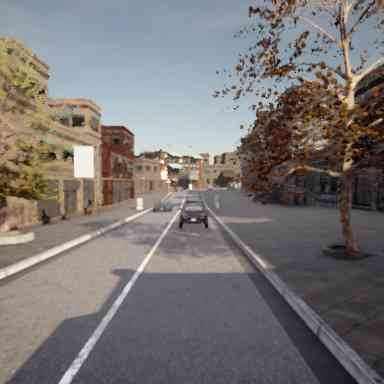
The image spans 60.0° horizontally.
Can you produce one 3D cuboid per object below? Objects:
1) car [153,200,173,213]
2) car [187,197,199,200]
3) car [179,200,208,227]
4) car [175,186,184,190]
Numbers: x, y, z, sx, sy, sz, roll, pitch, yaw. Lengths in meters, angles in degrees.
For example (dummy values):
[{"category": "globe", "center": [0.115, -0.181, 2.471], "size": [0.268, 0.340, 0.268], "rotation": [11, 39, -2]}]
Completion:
[{"category": "car", "center": [-3.085, 1.539, 36.176], "size": [1.994, 1.385, 4.181], "rotation": [0, 0, 0]}, {"category": "car", "center": [0.105, 1.376, 42.233], "size": [1.882, 1.535, 5.008], "rotation": [0, 1, 0]}, {"category": "car", "center": [0.104, 1.514, 22.482], "size": [1.812, 1.442, 4.674], "rotation": [0, 0, 0]}, {"category": "car", "center": [-2.918, -0.696, 78.859], "size": [1.812, 1.442, 4.674], "rotation": [0, 4, 3]}]
